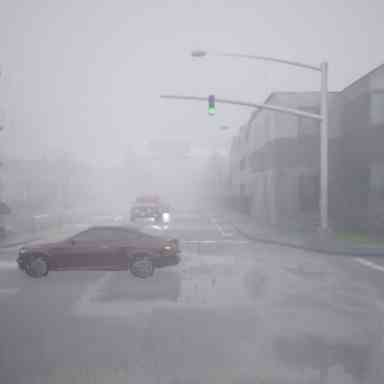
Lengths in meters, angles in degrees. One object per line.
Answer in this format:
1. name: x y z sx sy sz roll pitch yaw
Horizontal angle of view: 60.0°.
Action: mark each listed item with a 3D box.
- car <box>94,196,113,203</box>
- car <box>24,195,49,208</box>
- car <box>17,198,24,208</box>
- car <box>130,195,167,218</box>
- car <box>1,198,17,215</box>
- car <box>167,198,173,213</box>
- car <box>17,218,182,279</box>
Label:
1. car: -22.154 1.891 83.199 4.611 1.667 2.242 0 0 0
2. car: -22.615 1.393 49.199 1.905 1.878 3.866 0 0 0
3. car: -25.941 1.678 49.801 1.970 1.475 3.806 0 0 0
4. car: -3.594 1.287 27.200 2.150 2.045 5.566 0 0 0
5. car: -18.916 1.565 31.328 2.007 1.523 4.514 0 0 0
6. car: -3.582 1.700 39.169 1.895 1.301 4.718 0 0 0
7. car: -2.622 1.634 9.819 4.674 1.442 1.812 0 0 0
